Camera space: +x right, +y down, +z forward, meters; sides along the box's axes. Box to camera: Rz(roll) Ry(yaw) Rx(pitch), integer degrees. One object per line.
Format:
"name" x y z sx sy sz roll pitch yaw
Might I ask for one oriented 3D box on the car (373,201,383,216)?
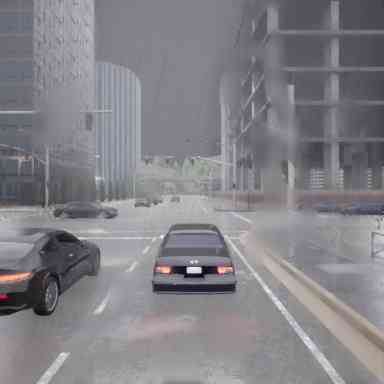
"car" 17.690 1.436 26.523 4.902 1.511 2.128 0 0 0

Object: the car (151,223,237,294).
"car" 0.050 1.547 8.900 2.033 1.411 5.357 0 0 0

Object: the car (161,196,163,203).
"car" -7.170 1.352 68.298 2.097 1.767 4.553 0 0 0

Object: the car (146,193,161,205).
"car" -7.215 1.221 58.476 2.150 2.045 5.566 0 0 0

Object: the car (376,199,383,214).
"car" 21.714 1.436 33.748 4.902 1.511 2.128 0 0 0

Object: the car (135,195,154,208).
"car" -7.212 1.564 49.157 1.994 1.385 4.181 0 0 0

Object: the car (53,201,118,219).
"car" -8.318 1.476 26.215 4.892 1.490 1.837 0 0 -1

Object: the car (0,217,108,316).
"car" -3.457 1.526 7.382 1.812 1.442 4.674 0 0 0

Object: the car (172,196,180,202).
"car" -3.680 1.540 76.418 2.033 1.411 5.357 0 0 0

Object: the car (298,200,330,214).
"car" 12.964 1.509 33.698 4.181 1.385 1.994 0 0 0

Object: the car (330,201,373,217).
"car" 15.833 1.492 30.215 5.357 1.411 2.033 0 0 0
